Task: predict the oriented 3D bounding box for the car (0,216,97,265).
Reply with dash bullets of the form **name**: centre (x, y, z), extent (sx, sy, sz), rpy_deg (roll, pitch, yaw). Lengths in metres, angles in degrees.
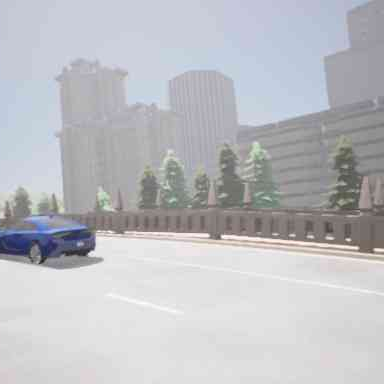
- **car**: centre (-5.678, 1.643, 12.334), extent (5.008, 1.535, 1.882), rpy_deg (-2, -1, 35)
